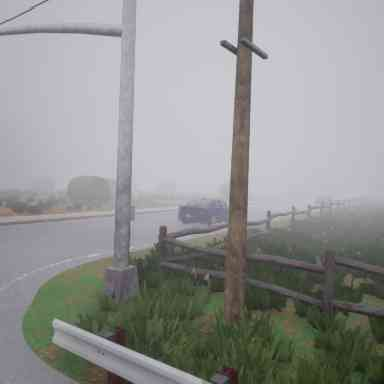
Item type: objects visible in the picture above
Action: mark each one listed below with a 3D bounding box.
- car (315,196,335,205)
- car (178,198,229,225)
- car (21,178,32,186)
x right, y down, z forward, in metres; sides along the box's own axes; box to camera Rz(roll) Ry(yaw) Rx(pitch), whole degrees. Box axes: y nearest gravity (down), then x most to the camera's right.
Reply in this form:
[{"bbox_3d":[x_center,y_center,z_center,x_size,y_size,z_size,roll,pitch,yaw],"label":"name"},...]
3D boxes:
[{"bbox_3d":[18.778,1.191,46.745,1.895,1.301,4.718,3,2,33],"label":"car"},{"bbox_3d":[1.167,1.121,19.839,1.882,1.535,5.008,3,2,33],"label":"car"},{"bbox_3d":[-39.107,-2.271,79.194,1.905,1.878,3.866,8,2,-13],"label":"car"}]
